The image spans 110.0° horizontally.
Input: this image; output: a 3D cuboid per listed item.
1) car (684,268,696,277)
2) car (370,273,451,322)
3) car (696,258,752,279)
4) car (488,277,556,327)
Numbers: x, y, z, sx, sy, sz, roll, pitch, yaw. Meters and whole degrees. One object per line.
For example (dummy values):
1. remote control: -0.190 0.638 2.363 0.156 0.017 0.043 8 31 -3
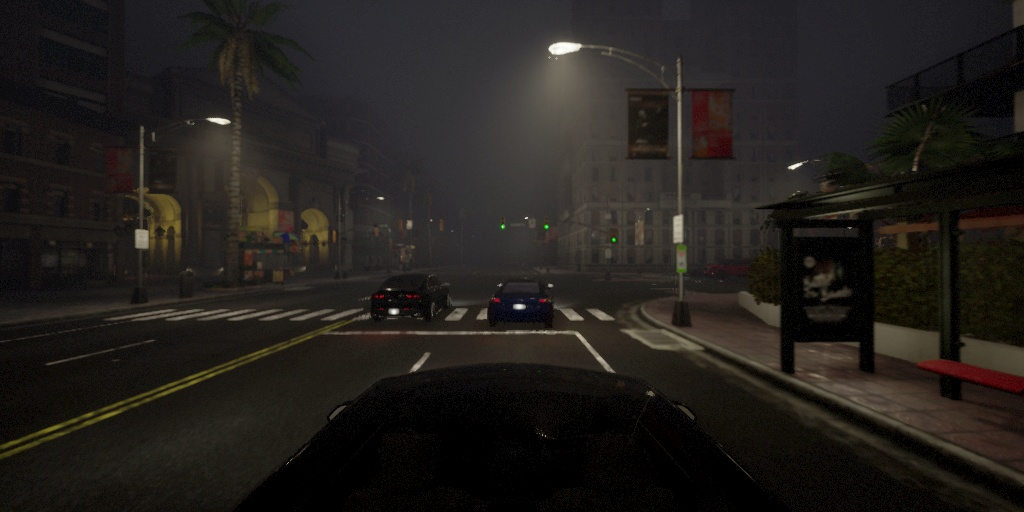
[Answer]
1. car: 21.924 1.627 39.429 5.357 1.411 2.033 0 -1 0
2. car: -3.424 1.356 12.818 1.837 1.490 4.892 0 0 0
3. car: 22.087 1.270 35.933 5.566 2.045 2.150 0 -1 0
4. car: 0.437 1.407 12.071 1.994 1.385 4.181 0 0 7
